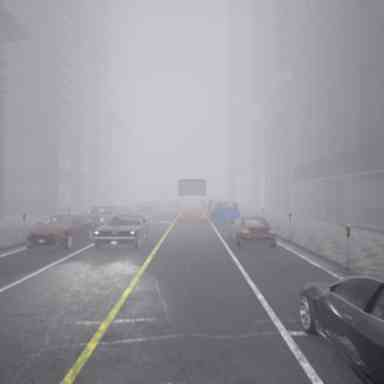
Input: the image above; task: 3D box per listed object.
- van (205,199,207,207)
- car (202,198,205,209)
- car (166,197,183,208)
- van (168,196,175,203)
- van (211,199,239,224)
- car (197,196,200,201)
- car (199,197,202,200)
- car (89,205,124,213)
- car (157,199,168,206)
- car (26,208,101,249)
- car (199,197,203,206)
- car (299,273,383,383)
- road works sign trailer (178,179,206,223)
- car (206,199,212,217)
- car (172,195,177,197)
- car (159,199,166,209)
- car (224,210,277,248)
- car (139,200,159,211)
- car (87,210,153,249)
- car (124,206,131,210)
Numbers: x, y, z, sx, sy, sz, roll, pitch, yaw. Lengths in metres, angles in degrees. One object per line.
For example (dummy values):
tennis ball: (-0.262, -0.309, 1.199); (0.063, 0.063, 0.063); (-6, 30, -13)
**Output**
van: (2.696, 1.652, 37.658); (1.690, 1.788, 3.998); (1, 0, 0)
car: (2.697, 1.904, 43.281); (2.008, 1.369, 4.403); (1, 0, 0)
car: (-3.021, 1.988, 57.950); (1.812, 1.442, 4.674); (0, 0, 1)
van: (-5.801, 2.046, 93.901); (1.690, 1.788, 3.998); (1, 0, 0)
van: (2.690, 1.563, 26.408); (1.690, 1.788, 3.998); (1, 0, 0)
car: (2.711, 2.102, 71.403); (1.887, 1.381, 4.507); (1, 0, 0)
car: (2.705, 2.023, 60.155); (1.887, 1.381, 4.507); (1, 0, 0)
car: (-5.839, 1.617, 20.784); (1.967, 1.590, 4.097); (1, 0, 0)
car: (-5.818, 2.042, 65.607); (1.752, 1.417, 4.829); (1, 0, 0)
car: (-5.843, 1.676, 15.159); (1.887, 1.381, 4.507); (1, 0, 0)
car: (2.702, 1.988, 54.530); (2.008, 1.369, 4.403); (1, 0, 0)
car: (2.677, 1.601, 3.908); (1.947, 1.339, 4.313); (1, 0, 0)
road works sign trailer: (0.014, 0.699, 27.877); (2.380, 3.560, 2.880); (0, 0, 0)
car: (2.692, 1.707, 32.032); (1.967, 1.590, 4.097); (1, 0, 0)
car: (-5.805, 2.109, 88.276); (1.967, 1.590, 4.097); (1, 0, 0)
car: (-5.823, 1.989, 54.529); (2.008, 1.369, 4.403); (1, 0, 0)
car: (2.682, 1.712, 15.158); (1.802, 1.307, 4.206); (1, 0, 0)
car: (-5.828, 1.899, 43.281); (1.887, 1.381, 4.507); (1, 0, 0)
car: (-3.094, 1.734, 15.446); (1.895, 1.301, 4.718); (0, 0, 0)
car: (-5.837, 1.767, 26.407); (1.887, 1.381, 4.507); (1, 0, 0)
